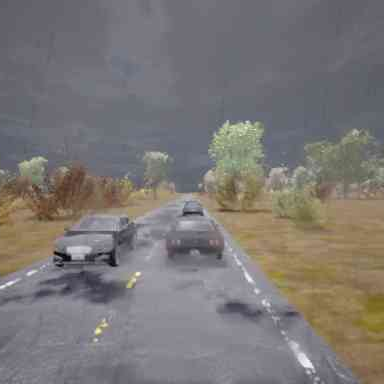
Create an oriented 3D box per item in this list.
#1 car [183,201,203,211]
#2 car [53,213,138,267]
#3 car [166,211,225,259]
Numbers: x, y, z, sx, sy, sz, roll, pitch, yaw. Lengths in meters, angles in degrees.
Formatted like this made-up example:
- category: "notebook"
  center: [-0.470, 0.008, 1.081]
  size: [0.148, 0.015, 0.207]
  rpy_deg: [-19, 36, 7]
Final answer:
- category: "car"
  center: [0.102, 1.606, 32.800]
  size: [1.994, 1.385, 4.181]
  rpy_deg: [0, 0, 0]
- category: "car"
  center: [-3.099, 1.509, 11.503]
  size: [2.128, 1.511, 4.902]
  rpy_deg: [0, 0, 0]
- category: "car"
  center: [0.101, 1.621, 12.697]
  size: [1.895, 1.301, 4.718]
  rpy_deg: [0, 0, 0]
